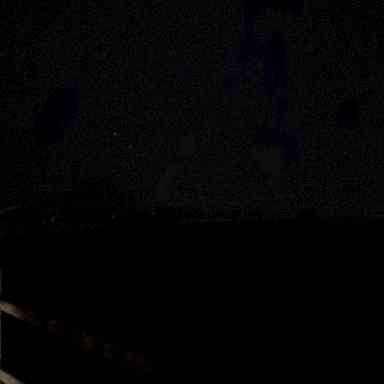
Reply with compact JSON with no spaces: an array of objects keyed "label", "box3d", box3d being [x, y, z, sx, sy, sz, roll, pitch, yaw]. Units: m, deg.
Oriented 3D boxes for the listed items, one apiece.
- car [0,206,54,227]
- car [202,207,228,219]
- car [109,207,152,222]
[{"label":"car","box3d":[-12.431,1.759,23.964,1.837,1.490,4.892,1,-2,34]},{"label":"car","box3d":[3.245,2.847,45.972,2.128,1.511,4.902,1,-2,36]},{"label":"car","box3d":[-6.029,2.189,33.024,2.128,1.511,4.902,1,-2,35]}]
